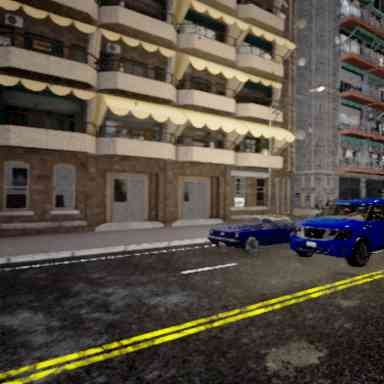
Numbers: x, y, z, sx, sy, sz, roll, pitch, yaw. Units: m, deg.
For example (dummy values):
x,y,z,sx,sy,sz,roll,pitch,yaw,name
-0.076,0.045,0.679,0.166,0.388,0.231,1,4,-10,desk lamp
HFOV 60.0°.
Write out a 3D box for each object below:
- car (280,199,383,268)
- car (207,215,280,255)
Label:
x,y,z,sx,sy,sz,roll,pitch,yaw,name
5.953,1.280,11.923,5.566,2.045,2.150,0,0,-35,car
2.932,1.652,13.762,4.718,1.301,1.895,0,0,-35,car
